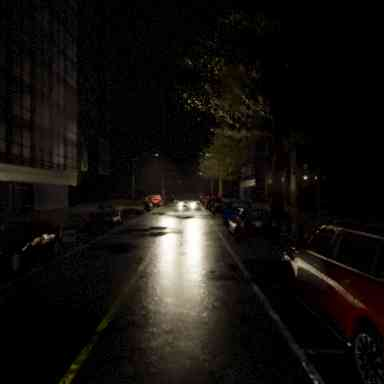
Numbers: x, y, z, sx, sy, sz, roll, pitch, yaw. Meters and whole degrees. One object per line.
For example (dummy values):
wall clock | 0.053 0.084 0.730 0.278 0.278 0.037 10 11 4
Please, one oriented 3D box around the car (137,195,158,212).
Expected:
car | -5.680 1.357 38.810 2.192 1.841 5.009 0 0 0

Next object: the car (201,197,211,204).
car | 2.836 1.646 67.172 1.752 1.417 4.829 0 0 0

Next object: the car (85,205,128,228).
car | -5.674 1.598 21.895 1.802 1.307 4.206 0 0 0

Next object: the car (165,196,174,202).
car | -5.695 1.747 83.920 1.947 1.339 4.313 0 0 0

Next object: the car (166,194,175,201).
car | -5.697 1.519 89.559 2.192 1.841 5.009 0 0 0

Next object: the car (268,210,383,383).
car | 2.857 1.318 4.966 2.192 1.841 5.009 0 0 0

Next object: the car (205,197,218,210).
car | 2.845 1.607 38.803 1.947 1.339 4.313 0 0 0

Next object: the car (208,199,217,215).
car | 2.847 1.609 33.165 1.802 1.307 4.206 0 0 0

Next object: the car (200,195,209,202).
car | 2.832 1.598 78.281 1.967 1.590 4.097 0 0 0

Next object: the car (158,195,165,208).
car | -5.684 1.388 50.089 2.192 1.841 5.009 0 0 0

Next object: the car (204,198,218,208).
car | 2.842 1.616 50.083 1.887 1.381 4.507 0 0 0

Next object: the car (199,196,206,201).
car | 2.828 1.769 89.558 1.947 1.339 4.313 0 0 0

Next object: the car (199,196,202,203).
car | 2.838 1.669 61.361 1.947 1.339 4.313 0 0 0

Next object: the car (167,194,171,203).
car | -5.687 1.419 61.366 2.192 1.841 5.009 0 0 0

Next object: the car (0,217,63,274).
car | -5.670 1.553 10.617 1.887 1.381 4.507 0 0 0

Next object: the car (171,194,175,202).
car | -5.693 1.725 78.282 1.947 1.339 4.313 0 0 0

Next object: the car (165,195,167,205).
car | -5.685 1.654 55.727 1.947 1.339 4.313 0 0 0

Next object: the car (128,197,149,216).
car | -5.678 1.554 33.002 1.752 1.417 4.829 0 0 0

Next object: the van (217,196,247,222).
van | 2.852 1.355 21.886 1.690 1.788 3.998 0 0 0

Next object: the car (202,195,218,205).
car | 2.843 1.371 44.443 2.192 1.841 5.009 0 0 0

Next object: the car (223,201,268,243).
car | 2.854 1.451 16.246 1.967 1.590 4.097 0 0 0

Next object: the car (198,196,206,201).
car | 2.826 1.795 95.199 1.947 1.339 4.313 0 0 0

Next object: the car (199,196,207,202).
car | 2.831 1.762 83.919 1.802 1.307 4.206 0 0 0
